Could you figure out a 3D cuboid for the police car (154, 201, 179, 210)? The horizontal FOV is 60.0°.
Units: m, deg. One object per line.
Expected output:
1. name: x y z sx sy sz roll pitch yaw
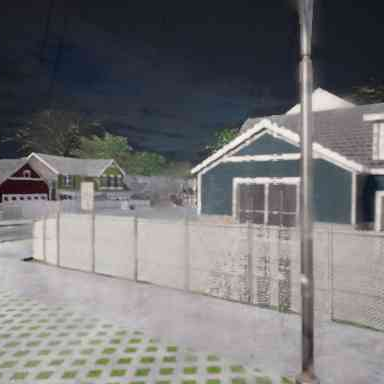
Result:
1. police car: -3.408 1.989 44.309 2.038 1.542 4.974 1 0 17
